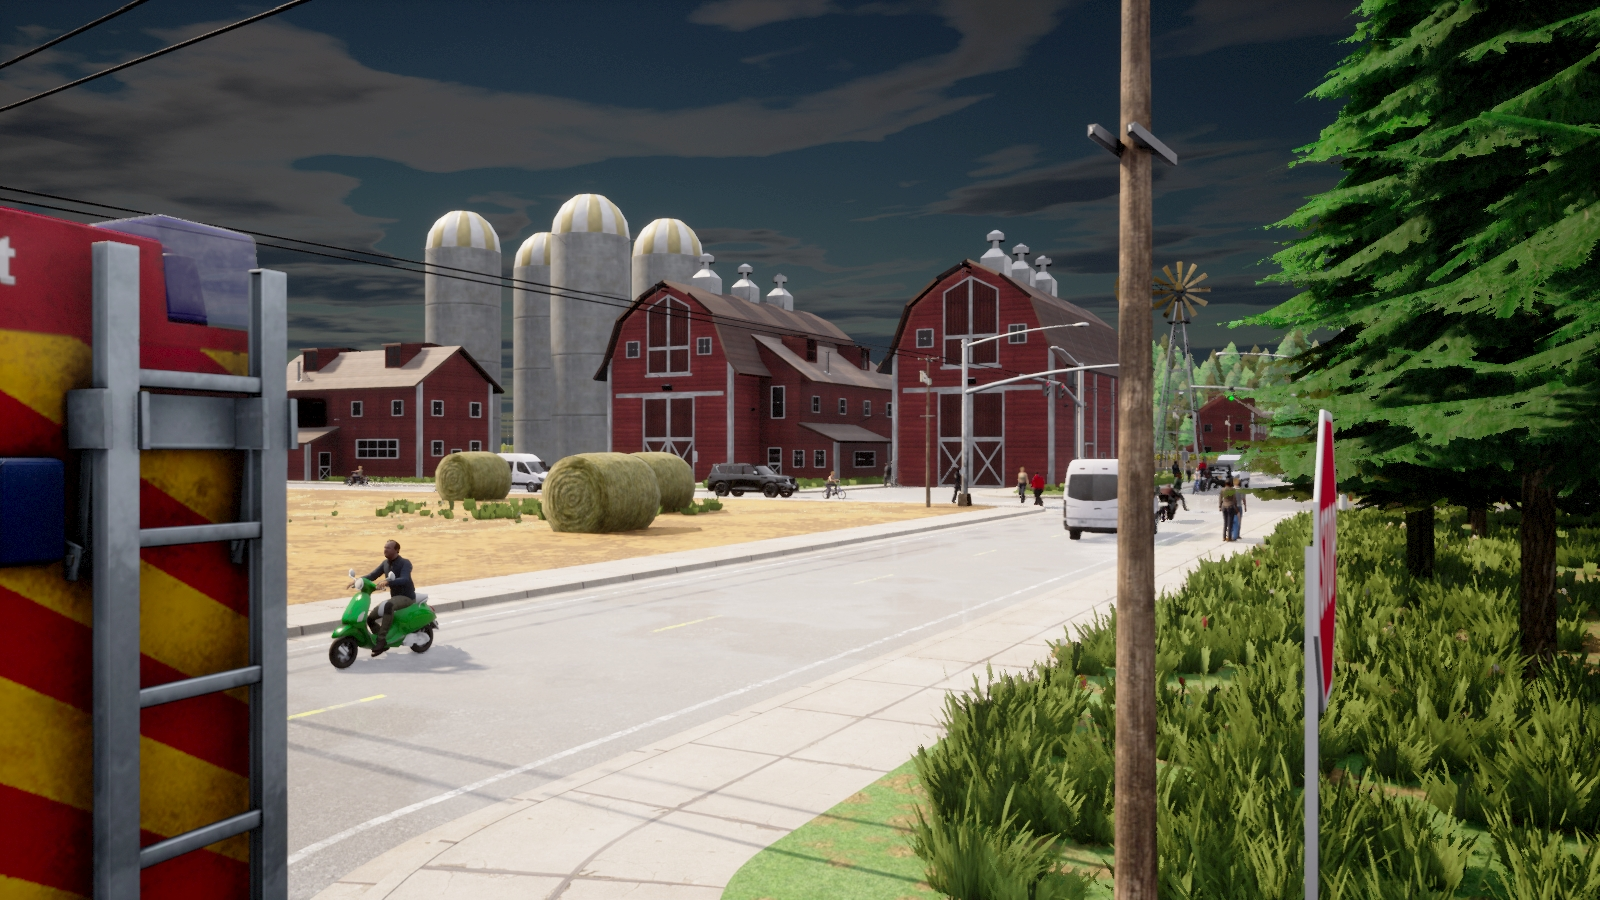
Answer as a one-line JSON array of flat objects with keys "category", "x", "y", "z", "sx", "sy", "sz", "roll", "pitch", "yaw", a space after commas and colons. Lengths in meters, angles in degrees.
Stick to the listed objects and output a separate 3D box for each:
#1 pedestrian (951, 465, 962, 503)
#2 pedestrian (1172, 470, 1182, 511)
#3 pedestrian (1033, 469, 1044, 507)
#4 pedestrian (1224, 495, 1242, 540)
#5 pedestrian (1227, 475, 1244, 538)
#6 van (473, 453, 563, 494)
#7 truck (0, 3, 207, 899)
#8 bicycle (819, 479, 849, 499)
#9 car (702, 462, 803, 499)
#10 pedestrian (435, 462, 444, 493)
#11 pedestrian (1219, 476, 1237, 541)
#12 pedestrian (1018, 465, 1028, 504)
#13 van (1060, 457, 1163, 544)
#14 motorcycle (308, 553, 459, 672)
[{"category": "pedestrian", "x": 7.680, "y": 1.672, "z": 56.058, "sx": 0.375, "sy": 1.860, "sz": 0.375, "roll": 0, "pitch": 0, "yaw": 30}, {"category": "pedestrian", "x": 17.118, "y": 1.841, "z": 51.828, "sx": 0.375, "sy": 1.860, "sz": 0.375, "roll": 0, "pitch": 0, "yaw": 26}, {"category": "pedestrian", "x": 11.550, "y": 1.830, "z": 55.292, "sx": 0.375, "sy": 1.860, "sz": 0.375, "roll": 0, "pitch": 0, "yaw": -16}, {"category": "pedestrian", "x": 12.788, "y": 1.976, "z": 33.748, "sx": 0.375, "sy": 1.300, "sz": 0.375, "roll": 0, "pitch": 0, "yaw": 45}, {"category": "pedestrian", "x": 13.106, "y": 1.694, "z": 34.356, "sx": 0.375, "sy": 1.860, "sz": 0.375, "roll": 0, "pitch": 0, "yaw": 39}, {"category": "van", "x": -18.594, "y": 1.496, "z": 75.299, "sx": 5.915, "sy": 2.561, "sz": 1.988, "roll": 0, "pitch": 1, "yaw": 27}, {"category": "truck", "x": -6.144, "y": 0.864, "z": 3.560, "sx": 8.468, "sy": 3.827, "sz": 2.891, "roll": 0, "pitch": 0, "yaw": 23}, {"category": "bicycle", "x": 1.927, "y": 2.221, "z": 64.697, "sx": 1.487, "sy": 1.080, "sz": 0.859, "roll": 0, "pitch": 0, "yaw": 27}, {"category": "car", "x": -2.799, "y": 1.753, "z": 67.140, "sx": 5.566, "sy": 2.045, "sz": 2.150, "roll": 0, "pitch": 0, "yaw": 27}, {"category": "pedestrian", "x": -21.783, "y": 1.670, "z": 69.022, "sx": 0.375, "sy": 1.860, "sz": 0.375, "roll": 0, "pitch": 0, "yaw": 19}, {"category": "pedestrian", "x": 12.417, "y": 1.695, "z": 33.141, "sx": 0.375, "sy": 1.860, "sz": 0.375, "roll": 0, "pitch": 0, "yaw": -41}, {"category": "pedestrian", "x": 10.829, "y": 1.675, "z": 55.480, "sx": 0.375, "sy": 1.860, "sz": 0.375, "roll": 0, "pitch": 0, "yaw": 31}, {"category": "van", "x": 10.307, "y": 1.535, "z": 37.430, "sx": 1.988, "sy": 2.561, "sz": 5.915, "roll": 0, "pitch": 0, "yaw": 28}, {"category": "motorcycle", "x": -5.580, "y": 2.142, "z": 15.429, "sx": 0.856, "sy": 1.316, "sz": 1.805, "roll": 0, "pitch": 0, "yaw": 28}]
